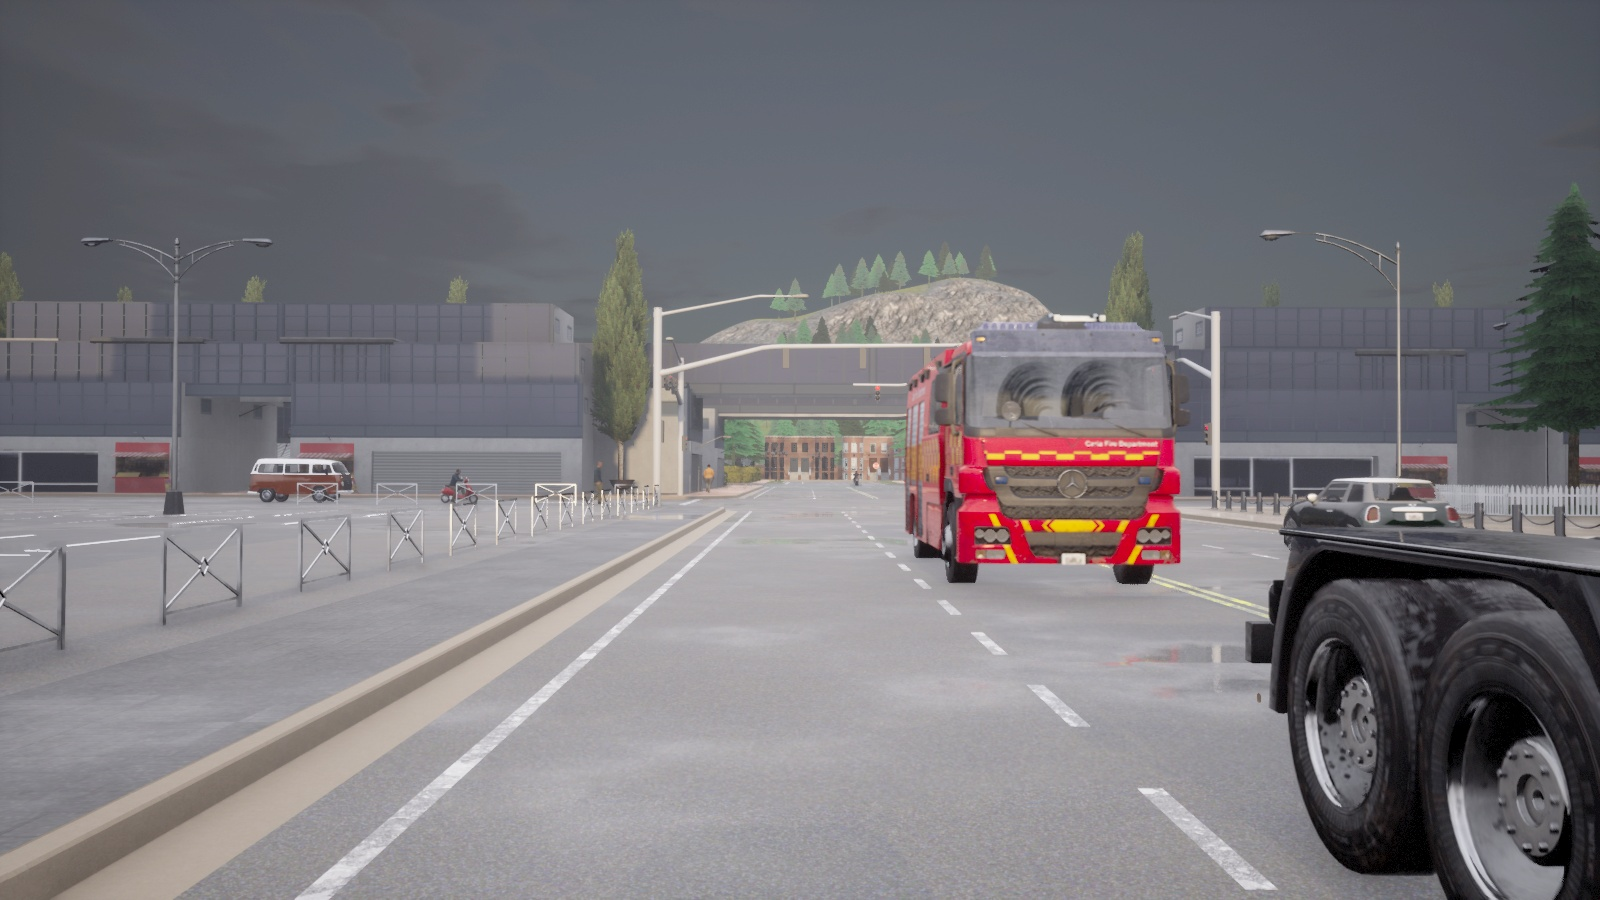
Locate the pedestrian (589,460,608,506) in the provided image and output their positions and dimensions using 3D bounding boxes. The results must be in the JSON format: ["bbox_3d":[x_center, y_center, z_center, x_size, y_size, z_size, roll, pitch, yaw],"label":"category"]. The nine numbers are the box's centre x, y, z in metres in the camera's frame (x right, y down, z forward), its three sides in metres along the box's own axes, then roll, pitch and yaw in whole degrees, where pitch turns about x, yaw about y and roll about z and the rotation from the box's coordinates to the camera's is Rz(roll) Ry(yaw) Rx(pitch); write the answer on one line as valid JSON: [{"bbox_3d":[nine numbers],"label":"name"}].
[{"bbox_3d":[-8.125,1.343,50.633,0.726,1.842,0.402,0,-1,0],"label":"pedestrian"}]

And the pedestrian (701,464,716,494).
[{"bbox_3d":[-5.689,1.794,78.459,0.874,1.855,0.900,0,-1,0],"label":"pedestrian"}]

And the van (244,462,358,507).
[{"bbox_3d":[-23.202,1.598,58.497,4.480,2.038,2.069,0,-1,1],"label":"van"}]

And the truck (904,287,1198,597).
[{"bbox_3d":[3.452,-0.037,19.773,2.891,3.827,8.468,0,-1,0],"label":"truck"}]

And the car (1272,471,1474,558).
[{"bbox_3d":[10.449,1.122,23.229,1.970,1.475,3.806,0,-1,0],"label":"car"}]

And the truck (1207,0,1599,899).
[{"bbox_3d":[3.496,-0.143,2.317,2.891,3.462,7.936,0,-1,0],"label":"truck"}]

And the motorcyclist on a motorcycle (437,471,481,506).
[{"bbox_3d":[-15.840,1.796,58.320,1.817,1.590,0.866,0,-1,1],"label":"motorcyclist on a motorcycle"}]
